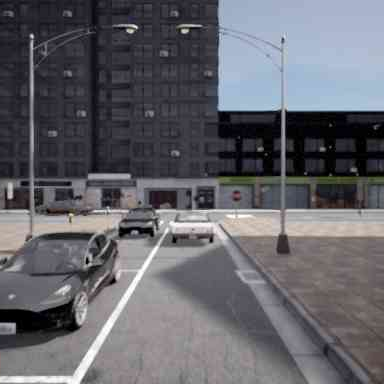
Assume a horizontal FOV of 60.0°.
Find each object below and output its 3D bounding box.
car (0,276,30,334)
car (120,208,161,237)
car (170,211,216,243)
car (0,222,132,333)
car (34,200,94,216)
[{"bbox_3d":[-2.642,1.578,1.418,1.802,1.307,4.206,0,0,0],"label":"car"},{"bbox_3d":[-2.688,1.521,17.775,1.947,1.339,4.313,0,0,0],"label":"car"},{"bbox_3d":[0.046,1.561,15.843,1.895,1.301,4.718,0,0,0],"label":"car"},{"bbox_3d":[-2.657,1.548,6.870,1.947,1.339,4.313,0,0,0],"label":"car"},{"bbox_3d":[-12.138,1.488,31.541,5.357,1.411,2.033,0,0,-2],"label":"car"}]
